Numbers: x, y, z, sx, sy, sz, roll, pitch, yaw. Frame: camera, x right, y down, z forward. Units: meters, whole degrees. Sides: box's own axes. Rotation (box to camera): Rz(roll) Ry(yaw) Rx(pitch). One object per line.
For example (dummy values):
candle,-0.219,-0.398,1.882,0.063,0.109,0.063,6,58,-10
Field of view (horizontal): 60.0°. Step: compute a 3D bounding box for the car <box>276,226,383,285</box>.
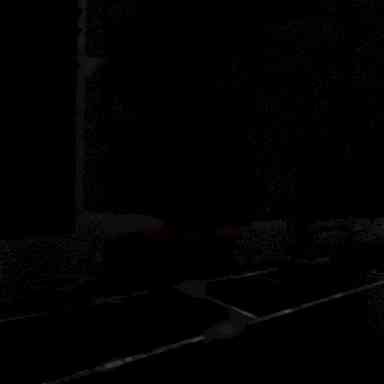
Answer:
car,4.290,1.675,9.708,4.206,1.307,1.802,1,0,-36
